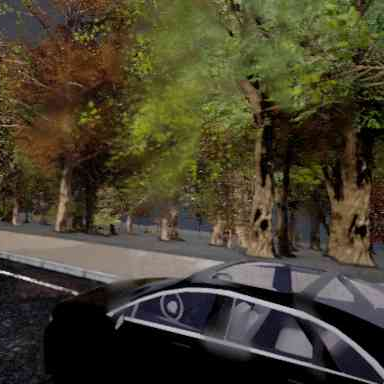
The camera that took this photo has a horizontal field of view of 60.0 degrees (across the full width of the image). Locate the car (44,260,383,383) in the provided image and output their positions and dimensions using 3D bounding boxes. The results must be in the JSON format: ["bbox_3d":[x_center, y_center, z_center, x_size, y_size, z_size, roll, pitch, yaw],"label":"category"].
[{"bbox_3d":[0.445,1.491,3.369,4.902,1.511,2.128,0,0,35],"label":"car"}]
